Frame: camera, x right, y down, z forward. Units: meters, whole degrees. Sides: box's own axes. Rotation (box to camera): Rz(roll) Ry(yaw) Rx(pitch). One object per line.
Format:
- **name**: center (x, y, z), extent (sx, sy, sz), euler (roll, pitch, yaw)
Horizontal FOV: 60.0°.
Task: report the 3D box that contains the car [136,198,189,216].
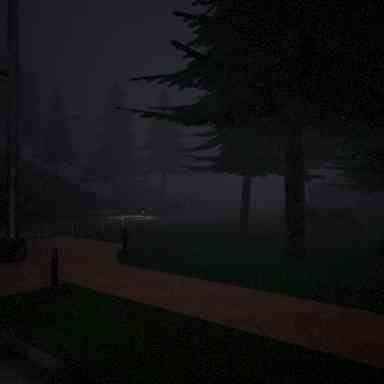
- **car**: center (-2.429, 1.265, 29.205), extent (2.033, 1.411, 5.357), euler (0, 0, 36)
